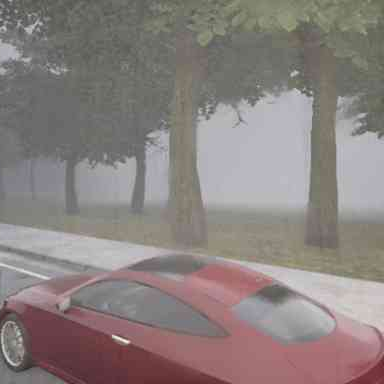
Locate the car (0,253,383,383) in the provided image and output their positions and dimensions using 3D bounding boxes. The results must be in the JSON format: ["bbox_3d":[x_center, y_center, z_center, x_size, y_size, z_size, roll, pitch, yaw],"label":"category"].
[{"bbox_3d":[-0.357,1.470,3.808,4.674,1.442,1.812,2,1,35],"label":"car"}]
